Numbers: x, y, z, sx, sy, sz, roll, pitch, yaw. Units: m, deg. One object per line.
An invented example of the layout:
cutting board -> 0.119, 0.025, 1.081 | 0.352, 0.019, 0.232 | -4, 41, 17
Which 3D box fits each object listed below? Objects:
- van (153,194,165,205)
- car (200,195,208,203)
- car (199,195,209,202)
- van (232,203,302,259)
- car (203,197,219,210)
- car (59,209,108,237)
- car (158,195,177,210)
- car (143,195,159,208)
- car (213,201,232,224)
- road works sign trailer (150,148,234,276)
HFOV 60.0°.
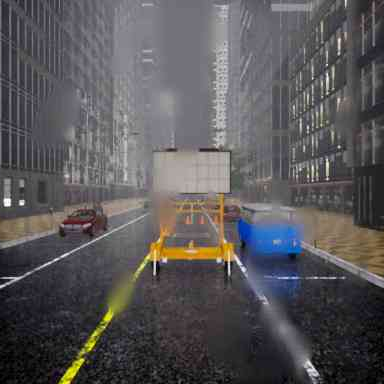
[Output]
van -> -5.701, 1.316, 57.810 | 1.690, 1.788, 3.998 | 0, 0, 0
car -> 2.680, 1.532, 52.115 | 2.008, 1.369, 4.403 | 0, 0, 0
car -> 2.676, 1.384, 74.885 | 1.967, 1.590, 4.097 | 0, 0, 0
van -> 2.687, 1.338, 12.269 | 1.690, 1.788, 3.998 | 0, 0, 0
car -> 2.682, 1.572, 40.731 | 1.802, 1.307, 4.206 | 0, 0, 0
car -> -5.695, 1.578, 17.962 | 1.802, 1.307, 4.206 | 0, 0, 0
car -> -3.009, 1.466, 43.603 | 1.882, 1.535, 5.008 | 0, 0, 0
car -> -5.700, 1.538, 46.425 | 2.008, 1.369, 4.403 | 0, 0, 0
car -> 2.685, 1.576, 23.653 | 1.802, 1.307, 4.206 | 0, 0, 0
road works sign trailer -> -0.002, 0.462, 10.287 | 2.380, 3.560, 2.880 | 0, 0, 0
